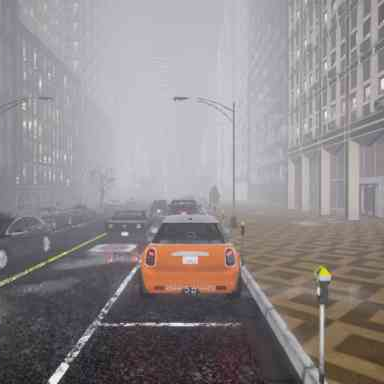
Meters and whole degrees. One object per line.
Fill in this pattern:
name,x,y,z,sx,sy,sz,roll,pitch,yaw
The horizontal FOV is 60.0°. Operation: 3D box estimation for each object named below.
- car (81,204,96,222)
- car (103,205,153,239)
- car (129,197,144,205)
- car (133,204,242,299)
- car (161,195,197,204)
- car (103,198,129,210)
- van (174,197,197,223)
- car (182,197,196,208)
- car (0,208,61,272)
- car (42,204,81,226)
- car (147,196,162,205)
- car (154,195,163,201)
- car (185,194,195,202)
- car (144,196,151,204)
car,-8.843,1.577,26.356,1.802,1.307,4.206,-1,0,0
car,-3.046,1.598,17.372,1.895,1.301,4.718,0,0,0
car,-8.843,1.541,49.090,2.008,1.369,4.403,-1,0,0
car,-0.033,1.351,8.621,2.097,1.767,4.553,0,0,0
car,-0.465,1.311,20.672,2.192,1.841,5.009,-1,0,0
car,-8.844,1.544,37.723,2.008,1.369,4.403,-1,0,0
van,-0.465,1.336,26.356,1.690,1.788,3.998,-1,0,0
car,-0.463,1.541,49.090,2.008,1.369,4.403,-1,0,0
car,-6.247,1.503,10.843,1.837,1.490,4.892,0,0,0
car,-8.844,1.547,20.672,2.008,1.369,4.403,-1,0,0
car,-3.145,1.499,33.957,1.837,1.490,4.892,0,0,0
car,-8.844,1.545,88.876,1.947,1.339,4.313,-1,0,0
car,-0.465,1.298,77.509,2.192,1.841,5.009,-1,0,0
car,-8.843,1.570,60.458,1.802,1.307,4.206,-1,0,0
